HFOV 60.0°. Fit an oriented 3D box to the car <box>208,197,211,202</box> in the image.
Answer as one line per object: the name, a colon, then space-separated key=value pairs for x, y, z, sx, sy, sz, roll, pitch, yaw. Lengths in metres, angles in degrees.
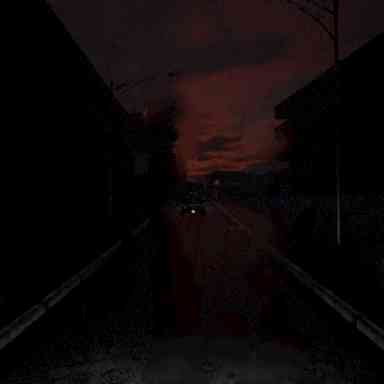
car: x=1.951 y=1.803 z=92.232 sx=2.435 sy=2.045 sz=5.566 roll=1 pitch=-3 yaw=-30

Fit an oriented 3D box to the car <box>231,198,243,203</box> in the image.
car: x=10.800 y=2.514 z=93.883 sx=2.435 sy=2.045 sz=5.566 roll=7 pitch=-4 yaw=-30

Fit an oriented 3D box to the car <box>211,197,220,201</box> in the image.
car: x=4.830 y=2.096 z=92.823 sx=2.185 sy=1.767 sz=4.553 roll=4 pitch=-4 yaw=-31

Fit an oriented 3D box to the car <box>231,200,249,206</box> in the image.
car: x=13.633 y=3.052 z=94.583 sx=1.946 sy=1.575 sz=5.366 roll=7 pitch=-4 yaw=-30

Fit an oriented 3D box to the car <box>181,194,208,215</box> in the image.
car: x=0.092 y=1.114 z=27.306 sx=1.895 sy=1.301 sz=4.718 roll=0 pitch=2 yaw=0

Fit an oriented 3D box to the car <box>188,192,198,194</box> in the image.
car: x=0.131 y=0.722 z=42.907 sx=1.812 sy=1.442 sz=4.674 roll=0 pitch=0 yaw=0

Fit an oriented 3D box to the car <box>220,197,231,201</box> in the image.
car: x=7.803 y=2.346 z=93.323 sx=2.185 sy=1.767 sz=4.553 roll=6 pitch=-4 yaw=-31
